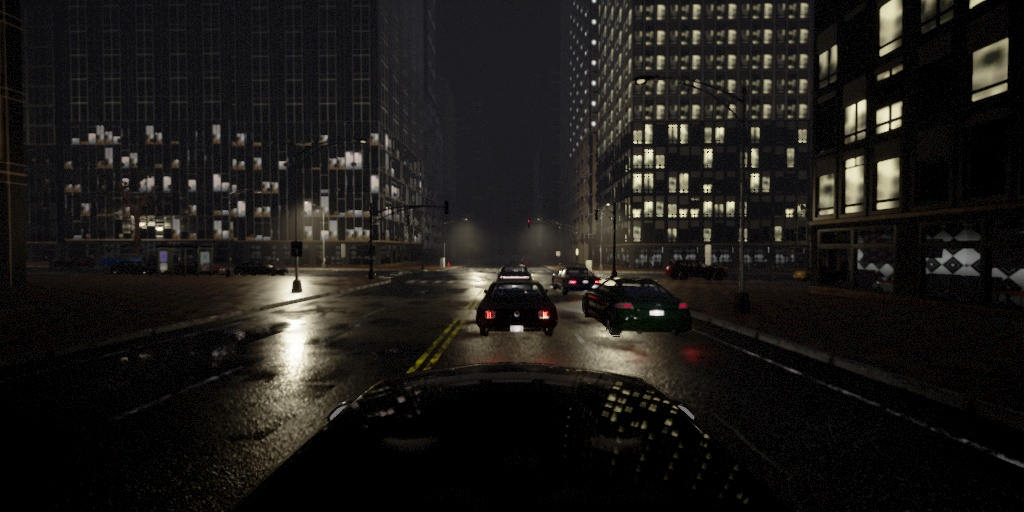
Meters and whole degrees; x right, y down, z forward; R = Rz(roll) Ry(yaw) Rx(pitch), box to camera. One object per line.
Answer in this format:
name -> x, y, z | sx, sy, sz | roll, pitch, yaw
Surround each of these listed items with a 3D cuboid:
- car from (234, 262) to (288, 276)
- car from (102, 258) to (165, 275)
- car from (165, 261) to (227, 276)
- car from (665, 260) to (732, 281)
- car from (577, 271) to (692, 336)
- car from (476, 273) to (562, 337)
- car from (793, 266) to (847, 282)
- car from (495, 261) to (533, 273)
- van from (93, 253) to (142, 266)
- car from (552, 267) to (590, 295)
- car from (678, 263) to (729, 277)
car -> -22.685, 1.170, 32.454 | 4.313, 1.339, 1.948 | 0, 0, 1
car -> -34.049, 1.066, 32.778 | 4.313, 1.339, 1.948 | 0, 0, 1
car -> -28.369, 1.134, 32.596 | 4.207, 1.307, 1.802 | 0, 0, 1
car -> 16.239, 1.266, 31.866 | 5.009, 1.841, 2.192 | 0, 0, 1
car -> 3.373, 1.309, 10.436 | 1.994, 1.385, 4.181 | 0, 0, -1
car -> 0.114, 1.346, 10.278 | 1.895, 1.301, 4.718 | 0, 0, 0
car -> 27.687, 1.576, 31.652 | 4.829, 1.417, 1.751 | 0, 0, 1
car -> 0.127, 1.231, 19.534 | 2.128, 1.511, 4.902 | 0, 0, 0
van -> -45.227, 0.600, 41.455 | 3.998, 1.789, 1.690 | 0, 0, 1
car -> 3.413, 1.287, 19.734 | 2.033, 1.411, 5.357 | 0, 0, -3
car -> 19.992, 1.453, 37.574 | 4.181, 1.385, 1.994 | 0, 1, 1
